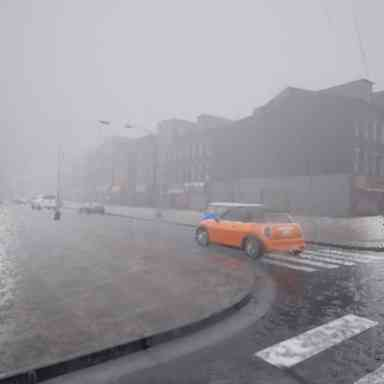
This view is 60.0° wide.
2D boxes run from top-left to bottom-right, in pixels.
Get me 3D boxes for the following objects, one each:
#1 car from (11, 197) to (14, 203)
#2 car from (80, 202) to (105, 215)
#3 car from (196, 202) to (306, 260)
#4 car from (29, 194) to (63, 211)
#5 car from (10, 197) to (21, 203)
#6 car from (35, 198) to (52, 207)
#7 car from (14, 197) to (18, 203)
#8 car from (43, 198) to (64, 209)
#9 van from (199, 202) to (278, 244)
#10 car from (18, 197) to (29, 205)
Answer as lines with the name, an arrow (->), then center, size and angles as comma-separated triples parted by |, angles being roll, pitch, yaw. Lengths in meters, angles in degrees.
car -> -38.938, 1.737, 74.971 | 1.967, 1.590, 4.097 | 2, -2, -35
car -> -10.443, 1.710, 34.859 | 1.802, 1.307, 4.206 | 2, -1, -35
car -> 2.032, 1.376, 12.809 | 2.097, 1.767, 4.553 | 2, -1, -31
car -> -18.225, 1.277, 41.372 | 2.150, 2.045, 5.566 | 2, -2, -35
car -> -42.108, 1.908, 79.424 | 1.802, 1.307, 4.206 | 2, -2, -35
car -> -25.128, 1.732, 56.202 | 1.812, 1.442, 4.674 | 2, -2, -35
car -> -35.775, 1.851, 70.512 | 1.802, 1.307, 4.206 | 2, -2, -35
car -> -21.080, 1.660, 50.492 | 1.882, 1.535, 5.008 | 2, -2, -35
van -> 2.228, 1.458, 17.036 | 1.690, 1.788, 3.998 | 2, -1, -35
car -> -32.705, 1.770, 66.195 | 1.752, 1.417, 4.829 | 2, -2, -35
